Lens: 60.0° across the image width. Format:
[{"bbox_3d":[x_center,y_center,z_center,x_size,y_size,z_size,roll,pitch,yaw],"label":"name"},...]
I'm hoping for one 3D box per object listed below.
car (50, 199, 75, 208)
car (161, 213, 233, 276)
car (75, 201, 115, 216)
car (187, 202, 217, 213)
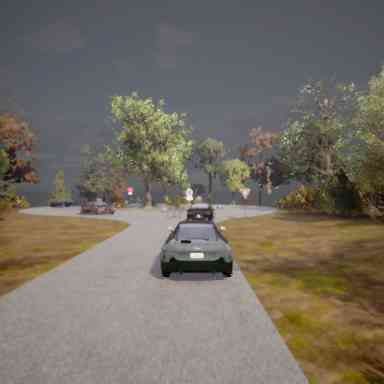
[{"bbox_3d":[-19.361,1.699,50.116,1.895,1.301,4.718,0,0,11],"label":"car"},{"bbox_3d":[0.137,1.586,10.463,1.994,1.385,4.181,0,0,0],"label":"car"},{"bbox_3d":[-9.560,1.630,33.548,4.181,1.385,1.994,0,0,43],"label":"car"},{"bbox_3d":[0.789,1.529,25.312,1.882,1.535,5.008,0,-1,7],"label":"car"}]
